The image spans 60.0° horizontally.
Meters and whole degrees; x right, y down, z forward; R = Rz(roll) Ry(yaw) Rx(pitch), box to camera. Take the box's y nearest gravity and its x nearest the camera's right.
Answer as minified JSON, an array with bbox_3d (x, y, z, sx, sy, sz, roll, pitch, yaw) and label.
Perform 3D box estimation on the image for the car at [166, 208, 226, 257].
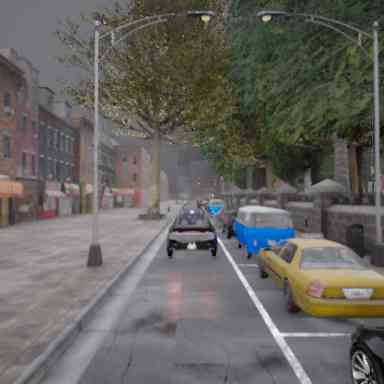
[{"bbox_3d":[0.009,1.637,13.510,2.128,1.511,4.902,0,0,0],"label":"car"}]

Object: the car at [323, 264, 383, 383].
[{"bbox_3d":[2.646,1.588,2.000,1.947,1.339,4.313,1,-1,0],"label":"car"}]

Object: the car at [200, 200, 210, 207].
[{"bbox_3d":[2.587,2.377,67.389,1.802,1.307,4.206,1,-1,0],"label":"car"}]

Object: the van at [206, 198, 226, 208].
[{"bbox_3d":[2.620,1.726,34.697,1.690,1.788,3.998,1,-1,0],"label":"van"}]

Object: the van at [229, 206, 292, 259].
[{"bbox_3d":[2.640,1.479,12.900,1.690,1.788,3.998,1,-1,0],"label":"van"}]

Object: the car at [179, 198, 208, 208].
[{"bbox_3d":[-0.003,1.663,28.454,2.097,1.767,4.553,0,-1,0],"label":"car"}]

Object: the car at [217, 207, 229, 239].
[{"bbox_3d":[2.632,1.763,18.347,1.947,1.339,4.313,1,-1,0],"label":"car"}]

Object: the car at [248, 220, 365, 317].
[{"bbox_3d":[2.642,1.607,7.620,1.752,1.417,4.829,1,-1,0],"label":"car"}]

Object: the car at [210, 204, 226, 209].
[{"bbox_3d":[2.627,1.809,23.796,2.008,1.369,4.403,1,-1,0],"label":"car"}]

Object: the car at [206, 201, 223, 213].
[{"bbox_3d":[2.981,2.012,44.972,1.837,1.490,4.892,0,-1,0],"label":"car"}]
